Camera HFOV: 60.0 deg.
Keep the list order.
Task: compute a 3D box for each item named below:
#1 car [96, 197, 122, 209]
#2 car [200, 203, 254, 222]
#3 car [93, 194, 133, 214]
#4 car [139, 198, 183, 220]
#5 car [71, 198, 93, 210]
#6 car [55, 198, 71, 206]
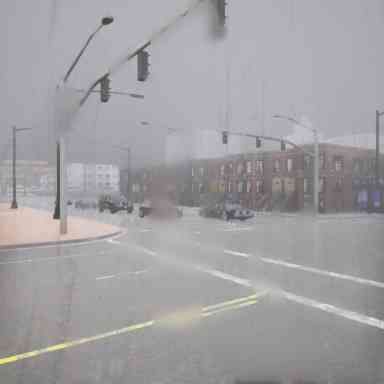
[{"bbox_3d":[-11.847,1.504,47.316,1.837,1.490,4.892,0,0,-36],"label":"car"},{"bbox_3d":[2.607,1.547,26.190,2.033,1.411,5.357,0,0,-29],"label":"car"},{"bbox_3d":[-8.422,1.221,36.205,2.150,2.045,5.566,0,0,-36],"label":"car"},{"bbox_3d":[-2.709,1.352,28.266,2.097,1.767,4.553,0,0,-35],"label":"car"},{"bbox_3d":[-14.213,1.526,44.300,1.812,1.442,4.674,0,0,-35],"label":"car"},{"bbox_3d":[-20.382,1.564,52.952,1.994,1.385,4.181,0,0,-35],"label":"car"}]
